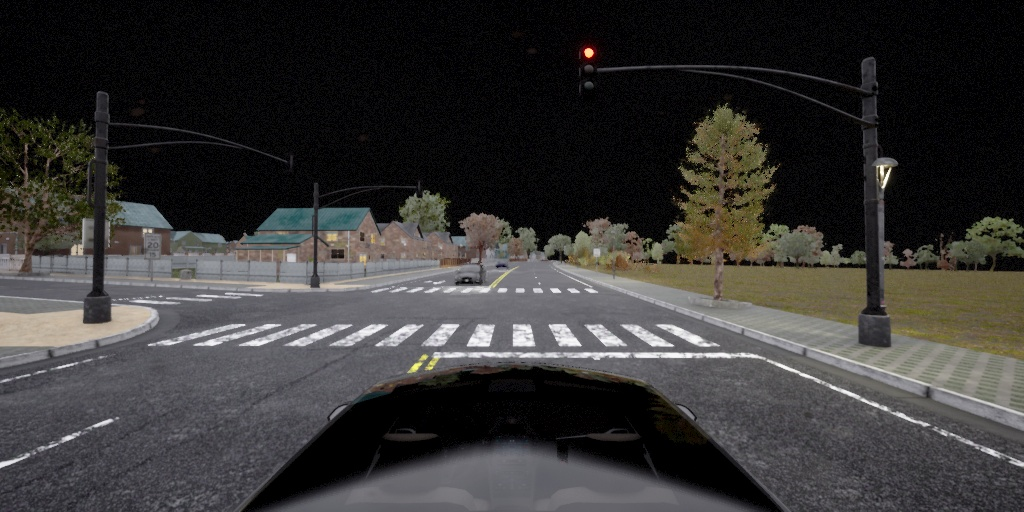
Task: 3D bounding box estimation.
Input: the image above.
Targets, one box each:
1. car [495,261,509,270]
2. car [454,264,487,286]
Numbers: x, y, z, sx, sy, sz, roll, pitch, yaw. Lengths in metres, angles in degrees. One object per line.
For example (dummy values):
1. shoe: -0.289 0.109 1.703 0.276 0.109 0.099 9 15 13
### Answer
1. car: -1.521 1.416 55.947 1.895 1.301 4.718 0 0 3
2. car: -2.874 1.328 25.690 1.837 1.490 4.892 0 0 2
